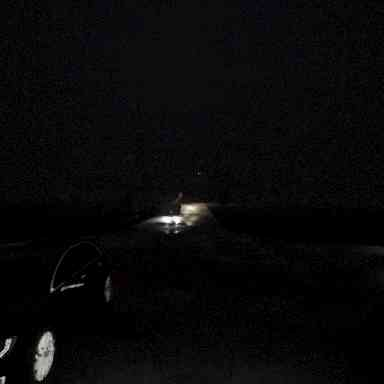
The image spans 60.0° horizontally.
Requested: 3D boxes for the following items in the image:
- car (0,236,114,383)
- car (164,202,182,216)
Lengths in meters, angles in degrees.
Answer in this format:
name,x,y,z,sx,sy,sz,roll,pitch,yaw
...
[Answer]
name,x,y,z,sx,sy,sz,roll,pitch,yaw
car,-2.638,1.588,5.457,1.837,1.490,4.892,0,-1,1
car,-2.173,1.903,38.237,2.128,1.511,4.902,0,0,1
